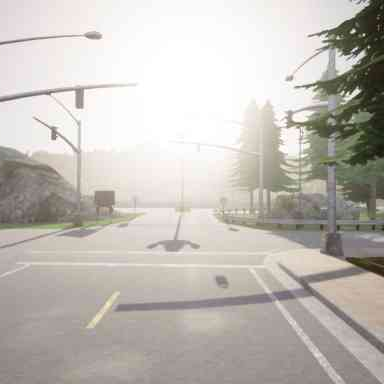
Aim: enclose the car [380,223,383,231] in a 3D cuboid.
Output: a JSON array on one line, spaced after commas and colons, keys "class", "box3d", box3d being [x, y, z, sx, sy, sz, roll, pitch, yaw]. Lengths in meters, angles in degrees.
[{"class": "car", "box3d": [15.001, 2.063, 21.057, 5.357, 1.411, 2.033, 0, -1, -2]}]
